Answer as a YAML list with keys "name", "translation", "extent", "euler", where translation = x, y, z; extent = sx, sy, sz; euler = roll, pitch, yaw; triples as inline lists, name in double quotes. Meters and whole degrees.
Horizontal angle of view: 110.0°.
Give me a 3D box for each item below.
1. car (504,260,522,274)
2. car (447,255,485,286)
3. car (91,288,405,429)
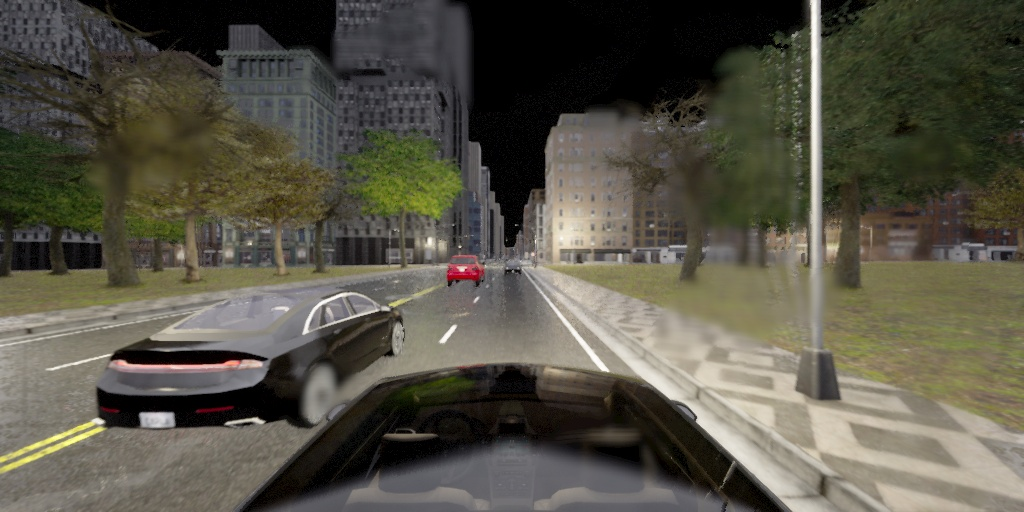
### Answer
- name: "car"
  translation: [0.107, 1.375, 40.926]
  extent: [1.895, 1.301, 4.718]
  euler: [0, 0, 0]
- name: "car"
  translation: [-3.151, 0.980, 25.210]
  extent: [2.150, 2.045, 5.566]
  euler: [0, 0, 0]
- name: "car"
  translation: [-3.151, 1.243, 5.612]
  extent: [2.128, 1.511, 4.902]
  euler: [0, 0, 0]
